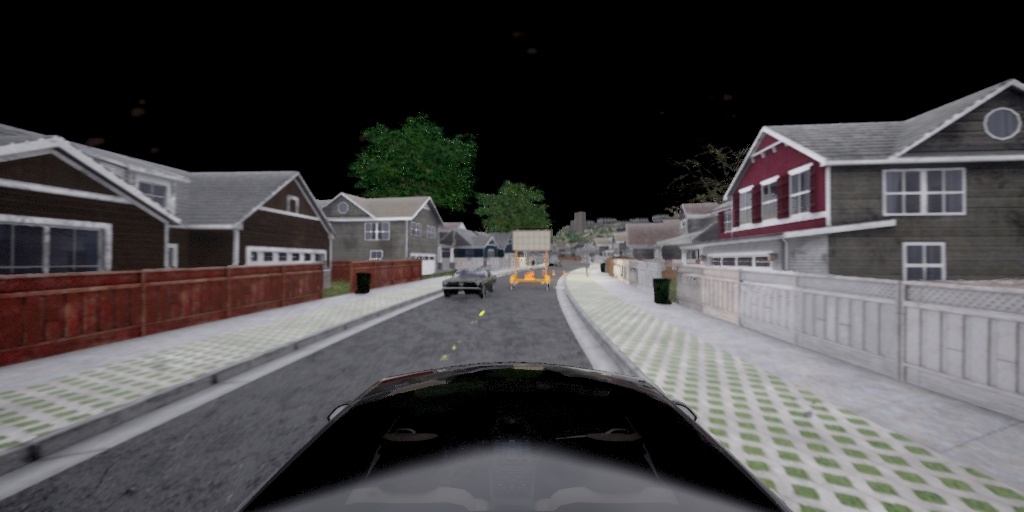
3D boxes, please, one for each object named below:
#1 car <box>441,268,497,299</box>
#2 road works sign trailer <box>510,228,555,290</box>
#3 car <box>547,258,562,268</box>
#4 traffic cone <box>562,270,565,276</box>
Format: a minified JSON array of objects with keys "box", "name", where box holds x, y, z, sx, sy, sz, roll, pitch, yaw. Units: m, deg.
[{"box":[-1.971,1.277,17.670,1.895,1.301,4.718,0,0,6],"name":"car"},{"box":[1.187,0.133,21.622,2.380,3.560,2.880,0,0,9],"name":"road works sign trailer"},{"box":[6.985,1.106,58.333,1.837,1.490,4.892,0,0,18],"name":"car"},{"box":[4.972,1.591,34.192,0.340,0.580,0.340,0,0,9],"name":"traffic cone"}]
